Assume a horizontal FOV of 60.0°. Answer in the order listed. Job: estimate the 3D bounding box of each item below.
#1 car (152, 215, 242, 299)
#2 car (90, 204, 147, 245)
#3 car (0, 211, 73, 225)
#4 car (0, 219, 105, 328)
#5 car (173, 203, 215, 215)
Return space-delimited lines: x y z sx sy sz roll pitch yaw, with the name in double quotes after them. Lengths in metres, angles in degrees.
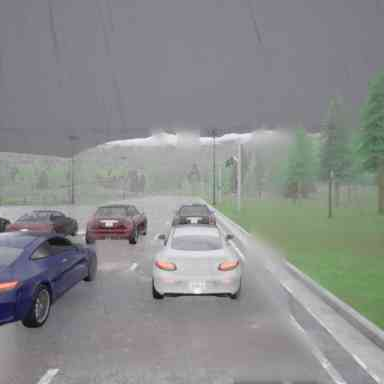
0.102 1.525 8.301 1.812 1.442 4.674 0 0 0 "car"
-3.398 1.351 15.767 2.097 1.767 4.553 0 0 0 "car"
-6.897 1.563 15.705 1.994 1.385 4.181 0 0 0 "car"
-3.393 1.525 6.848 1.812 1.442 4.674 0 0 0 "car"
0.105 1.351 17.192 2.097 1.767 4.553 0 0 0 "car"
